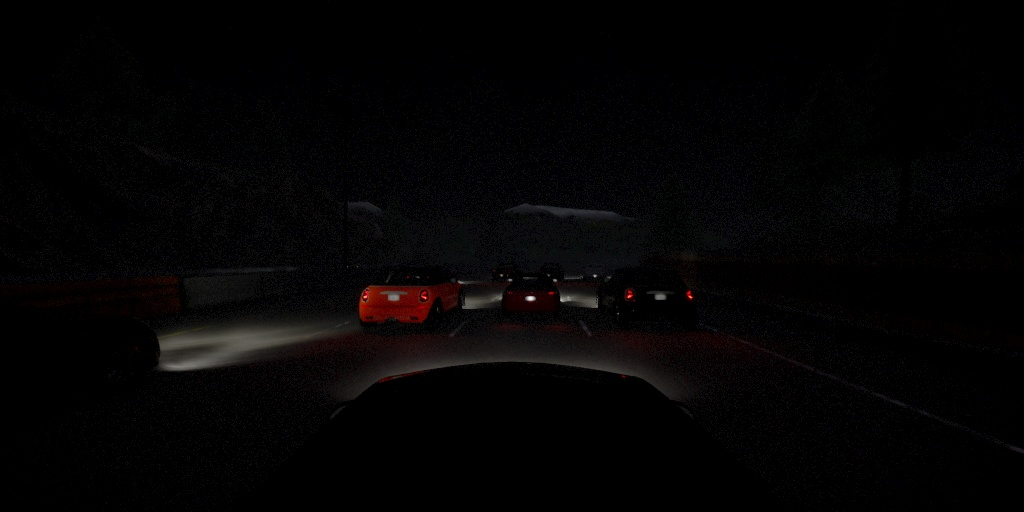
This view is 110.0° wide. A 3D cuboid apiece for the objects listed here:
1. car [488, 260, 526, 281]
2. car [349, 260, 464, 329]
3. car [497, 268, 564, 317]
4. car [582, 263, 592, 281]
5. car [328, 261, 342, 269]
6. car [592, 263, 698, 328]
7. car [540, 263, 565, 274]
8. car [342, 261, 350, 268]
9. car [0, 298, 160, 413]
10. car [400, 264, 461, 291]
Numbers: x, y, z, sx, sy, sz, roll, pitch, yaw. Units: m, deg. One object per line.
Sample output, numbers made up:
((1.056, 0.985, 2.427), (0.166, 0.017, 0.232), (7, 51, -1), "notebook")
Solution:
((-0.316, 1.292, 29.618), (1.812, 1.442, 4.674), (0, 0, 12), "car")
((-2.911, 1.100, 11.423), (2.097, 1.767, 4.553), (0, 0, 4), "car")
((0.757, 1.323, 13.385), (1.994, 1.385, 4.181), (0, 0, 5), "car")
((6.893, 1.311, 29.878), (1.812, 1.442, 4.674), (0, 0, 12), "car")
((-21.548, 1.287, 46.267), (1.994, 1.385, 4.181), (0, 0, 16), "car")
((4.127, 1.119, 11.695), (2.097, 1.767, 4.553), (0, 0, 4), "car")
((3.296, 1.301, 29.807), (1.812, 1.442, 4.674), (0, 0, 12), "car")
((-18.387, 1.330, 44.711), (1.895, 1.301, 4.718), (0, 0, 16), "car")
((-6.792, 1.086, 3.918), (2.097, 1.767, 4.553), (0, 0, 1), "car")
((-5.095, 1.298, 23.276), (2.033, 1.411, 5.357), (0, 0, 9), "car")
